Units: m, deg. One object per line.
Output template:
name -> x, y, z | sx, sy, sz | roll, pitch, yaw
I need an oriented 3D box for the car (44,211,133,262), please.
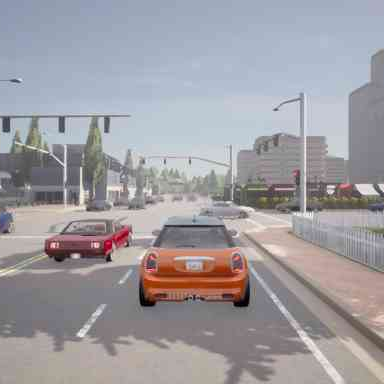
car -> -3.422, 1.601, 12.037 | 1.895, 1.301, 4.718 | 0, 0, 0

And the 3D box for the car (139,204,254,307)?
car -> 0.060, 1.352, 8.143 | 2.097, 1.767, 4.553 | 0, 0, 0

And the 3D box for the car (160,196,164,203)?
car -> -7.034, 1.525, 71.913 | 2.128, 1.511, 4.902 | 0, 0, 0

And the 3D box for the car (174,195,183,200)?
car -> -3.541, 1.425, 87.751 | 1.994, 1.385, 4.181 | 0, 0, 0

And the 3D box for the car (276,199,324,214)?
car -> 11.255, 1.492, 34.804 | 4.902, 1.511, 2.128 | 0, 0, -1

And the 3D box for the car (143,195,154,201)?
car -> -10.538, 1.539, 81.036 | 1.994, 1.385, 4.181 | 0, 0, 0

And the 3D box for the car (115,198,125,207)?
car -> -10.618, 1.563, 50.774 | 1.994, 1.385, 4.181 | 0, 0, 0

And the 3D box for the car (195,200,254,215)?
car -> 2.904, 1.526, 28.106 | 4.674, 1.442, 1.812 | 0, 1, 19

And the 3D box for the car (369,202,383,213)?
car -> 21.364, 1.478, 35.058 | 5.008, 1.535, 1.882 | 0, 0, -2

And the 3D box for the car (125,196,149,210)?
car -> -6.929, 1.505, 42.132 | 1.837, 1.490, 4.892 | 0, 0, -3

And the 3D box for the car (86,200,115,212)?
car -> -10.619, 1.565, 37.958 | 1.994, 1.385, 4.181 | 0, 0, 0

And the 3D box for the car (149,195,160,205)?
car -> -7.111, 1.601, 56.824 | 1.895, 1.301, 4.718 | 0, 0, 0

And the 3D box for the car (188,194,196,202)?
car -> -0.037, 1.531, 77.479 | 2.033, 1.411, 5.357 | 0, 0, 0

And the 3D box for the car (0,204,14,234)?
car -> -10.608, 1.352, 15.988 | 2.097, 1.767, 4.553 | 0, 0, 0

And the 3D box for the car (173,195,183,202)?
car -> -3.537, 1.513, 77.796 | 1.812, 1.442, 4.674 | 0, 0, 0

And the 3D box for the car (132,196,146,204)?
car -> -10.557, 1.506, 66.451 | 1.837, 1.490, 4.892 | 0, 0, 1

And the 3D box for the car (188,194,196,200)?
car -> -0.041, 1.398, 87.754 | 2.128, 1.511, 4.902 | 0, 0, 0
